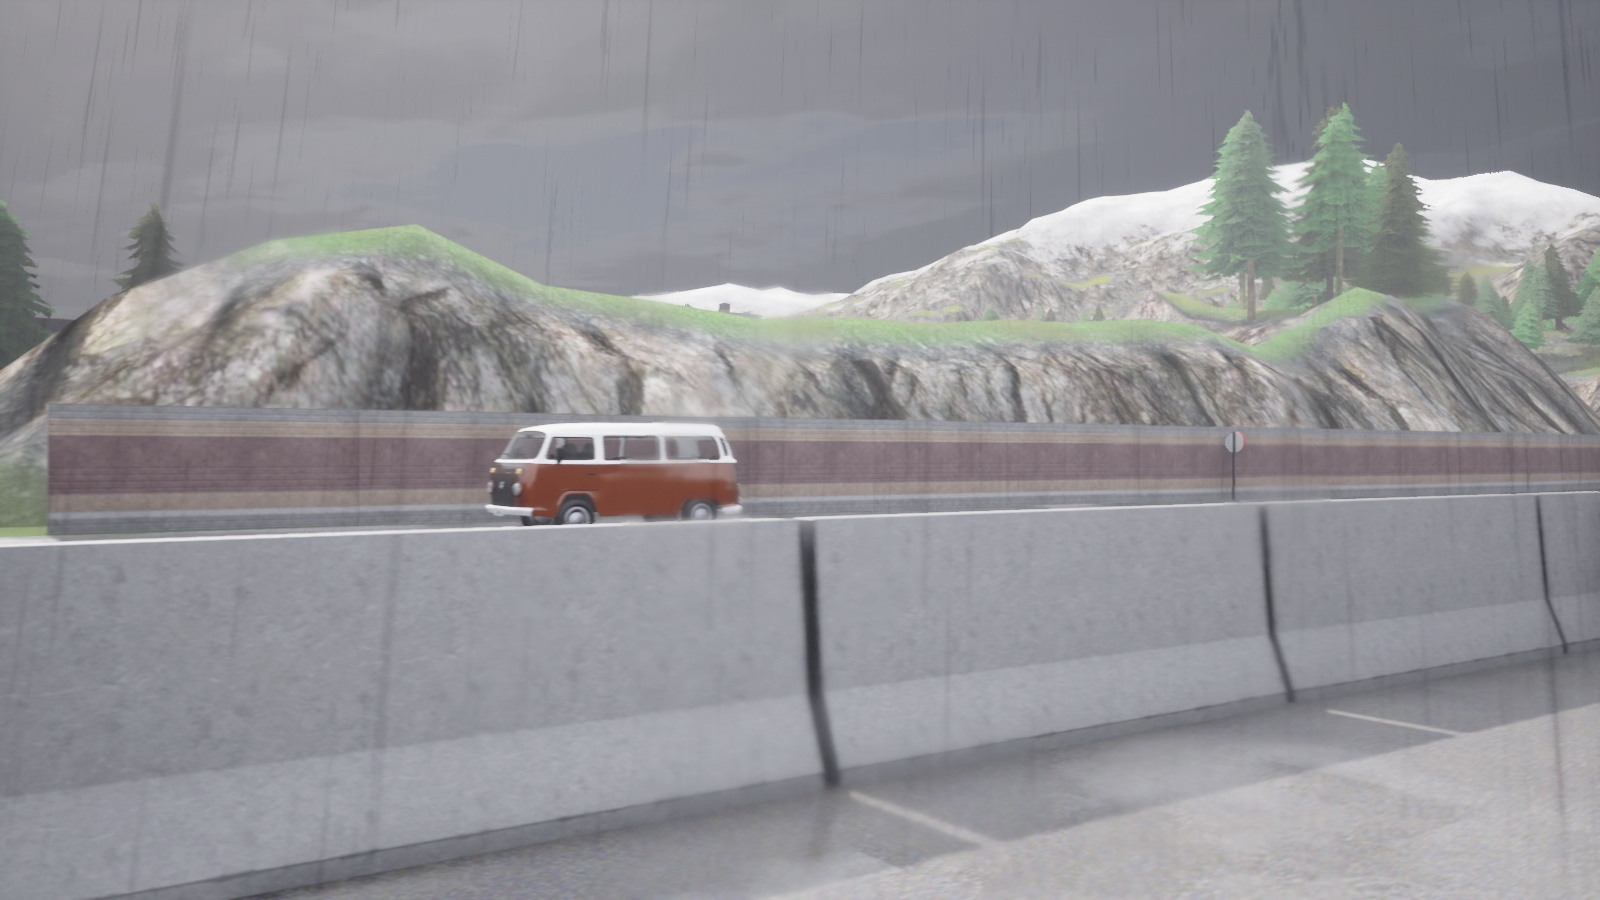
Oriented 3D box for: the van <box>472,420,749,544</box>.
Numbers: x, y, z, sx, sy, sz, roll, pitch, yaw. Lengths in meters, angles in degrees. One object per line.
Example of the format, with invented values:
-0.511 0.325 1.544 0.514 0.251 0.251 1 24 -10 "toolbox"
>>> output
-3.368 0.533 22.636 4.480 2.038 2.069 0 0 -35 "van"
